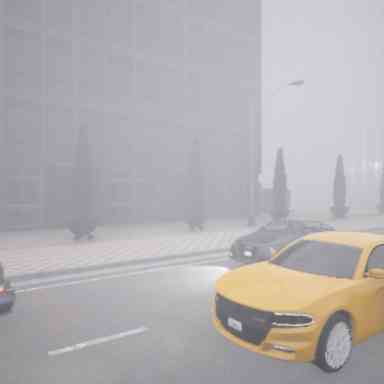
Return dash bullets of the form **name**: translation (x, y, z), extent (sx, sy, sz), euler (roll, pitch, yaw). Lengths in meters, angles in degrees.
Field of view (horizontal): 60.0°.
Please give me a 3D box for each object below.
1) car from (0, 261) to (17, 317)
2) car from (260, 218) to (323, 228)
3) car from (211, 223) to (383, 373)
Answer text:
- **car**: translation (-5.403, 1.551, 4.433), extent (5.357, 1.411, 2.033), euler (0, 0, -35)
- **car**: translation (3.197, 1.552, 10.565), extent (4.181, 1.385, 1.994), euler (0, 0, -36)
- **car**: translation (2.606, 1.470, 5.795), extent (5.008, 1.535, 1.882), euler (0, 0, -35)
